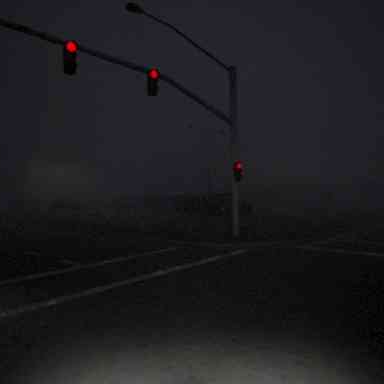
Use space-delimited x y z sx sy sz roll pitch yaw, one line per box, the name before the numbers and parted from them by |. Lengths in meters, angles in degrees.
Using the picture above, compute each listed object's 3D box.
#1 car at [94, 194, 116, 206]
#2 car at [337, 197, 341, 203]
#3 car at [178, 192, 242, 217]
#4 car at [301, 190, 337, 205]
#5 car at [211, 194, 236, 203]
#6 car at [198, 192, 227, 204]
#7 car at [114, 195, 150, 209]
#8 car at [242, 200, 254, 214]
car | -15.175 1.627 57.388 3.806 1.475 1.970 -1 0 42
car | 18.419 0.929 46.105 3.806 1.475 1.970 -1 0 42
car | 1.423 1.079 27.210 4.605 1.855 1.932 -1 0 42
car | 16.472 0.734 43.957 3.866 1.878 1.905 -1 0 42
car | 5.408 1.156 57.757 3.905 1.438 1.784 -1 0 42
car | 3.422 0.991 55.644 4.605 1.855 1.932 -1 0 42
car | -7.789 1.492 43.008 3.806 1.475 1.970 -1 0 42
car | 3.396 1.036 29.328 3.866 1.878 1.905 -1 0 42
